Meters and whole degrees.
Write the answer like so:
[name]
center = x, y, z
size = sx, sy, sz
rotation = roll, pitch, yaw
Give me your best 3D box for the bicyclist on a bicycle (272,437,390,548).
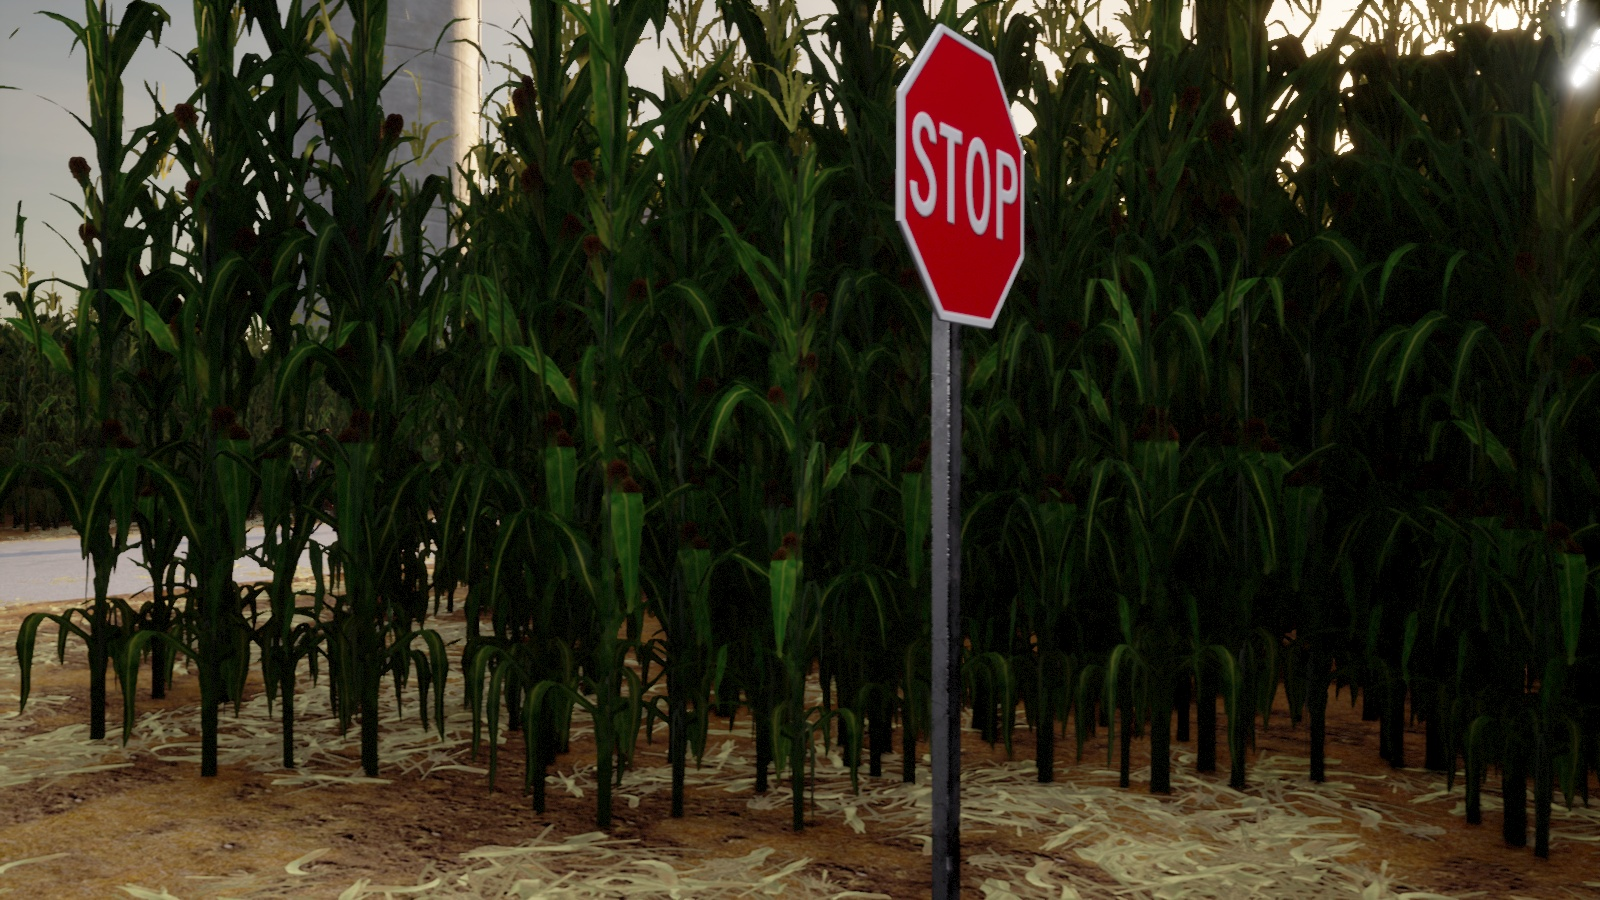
[bicyclist on a bicycle]
center = -7.184, 0.624, 19.304
size = 0.582, 1.620, 1.656
rotation = -1, 0, 33
